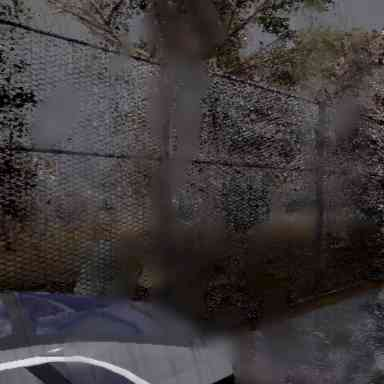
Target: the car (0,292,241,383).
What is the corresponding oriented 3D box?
[{"bbox_3d":[-1.875,1.492,1.726,4.902,1.511,2.128,0,0,-36],"label":"car"}]
